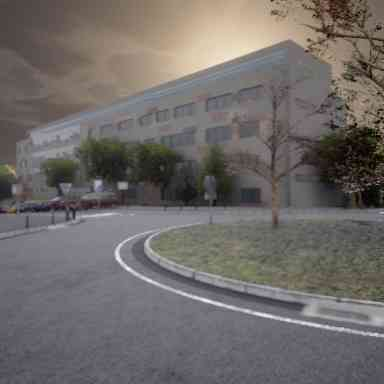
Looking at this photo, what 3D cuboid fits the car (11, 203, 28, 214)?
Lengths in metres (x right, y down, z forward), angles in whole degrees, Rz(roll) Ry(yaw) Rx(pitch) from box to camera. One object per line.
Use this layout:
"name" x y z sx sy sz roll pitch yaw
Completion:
"car" -23.545 2.322 49.439 2.163 1.488 4.792 -4 -2 39

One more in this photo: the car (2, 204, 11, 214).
"car" -25.605 2.454 51.327 1.946 1.575 5.366 -4 -2 39

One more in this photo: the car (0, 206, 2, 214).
"car" -27.861 2.656 52.973 2.163 1.488 4.792 -4 -2 39

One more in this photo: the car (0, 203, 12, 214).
"car" -34.380 3.003 58.231 2.185 1.767 4.553 -4 -2 39

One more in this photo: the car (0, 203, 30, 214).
"car" -29.920 2.788 54.861 1.946 1.575 5.366 -4 -2 39

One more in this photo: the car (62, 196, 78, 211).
"car" -12.773 1.512 40.616 2.163 1.488 4.792 -4 -1 39

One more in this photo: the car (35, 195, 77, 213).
"car" -17.125 1.541 44.099 2.435 2.045 5.566 -4 -2 39

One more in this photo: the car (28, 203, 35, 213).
"car" -19.267 1.989 45.859 2.163 1.488 4.792 -4 -2 39

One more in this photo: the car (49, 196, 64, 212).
"car" -14.982 1.632 42.385 2.097 1.535 5.008 -4 -2 39

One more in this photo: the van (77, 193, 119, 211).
"van" -10.576 1.132 38.924 1.878 1.987 4.442 -3 -1 39
